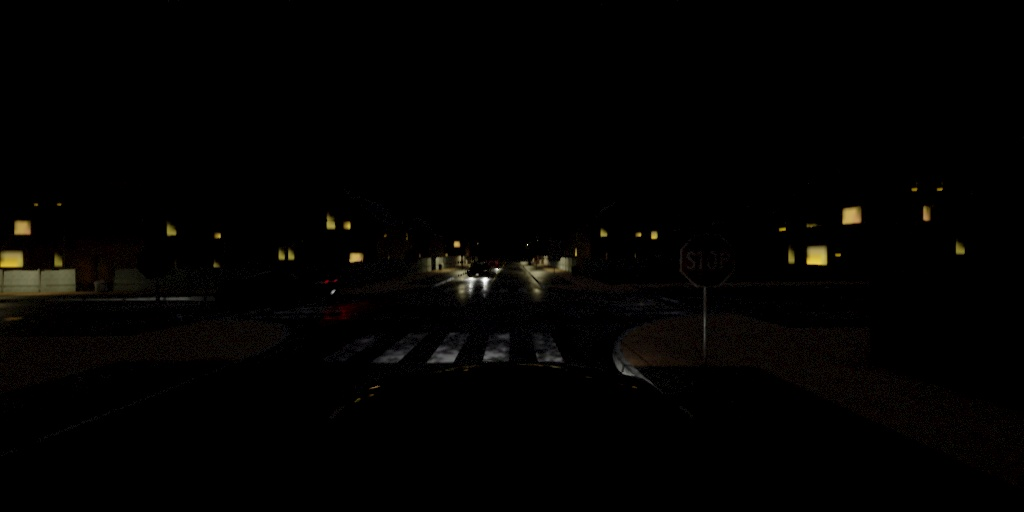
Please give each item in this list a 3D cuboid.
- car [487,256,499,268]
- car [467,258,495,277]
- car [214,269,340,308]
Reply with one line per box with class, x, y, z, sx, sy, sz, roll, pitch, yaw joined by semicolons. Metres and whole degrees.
car;-2.933;0.839;52.097;2.097;1.767;4.553;0;0;0
car;-2.916;1.137;32.566;2.033;1.411;5.357;0;0;0
car;-9.796;1.302;15.041;4.902;1.511;2.128;-1;0;6
